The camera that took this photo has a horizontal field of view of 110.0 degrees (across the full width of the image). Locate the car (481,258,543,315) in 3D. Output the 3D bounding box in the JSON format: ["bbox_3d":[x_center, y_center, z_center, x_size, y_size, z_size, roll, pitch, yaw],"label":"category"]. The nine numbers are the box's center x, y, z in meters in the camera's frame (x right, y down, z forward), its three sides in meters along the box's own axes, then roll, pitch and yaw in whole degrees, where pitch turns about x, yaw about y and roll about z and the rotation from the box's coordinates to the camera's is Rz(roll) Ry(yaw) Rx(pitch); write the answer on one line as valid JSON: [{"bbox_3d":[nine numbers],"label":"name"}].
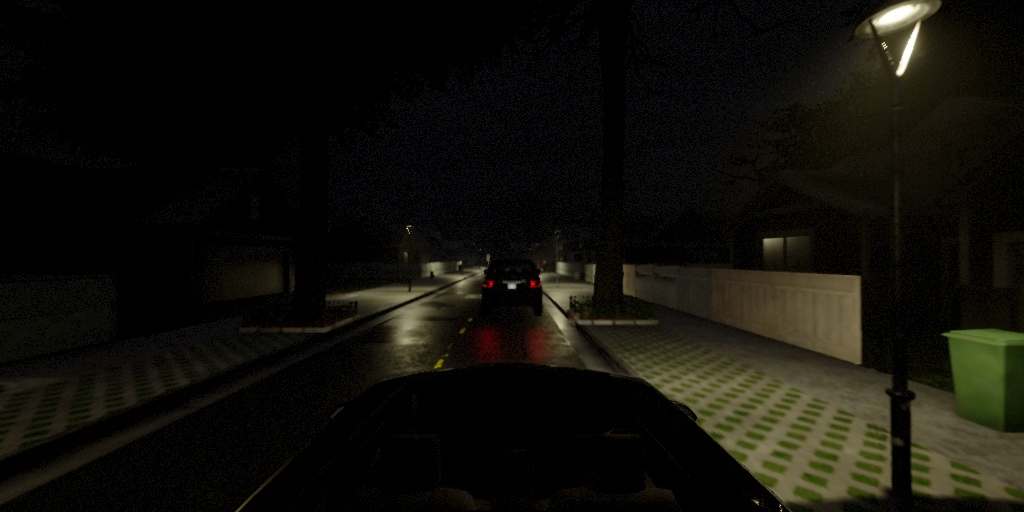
[{"bbox_3d":[0.010,1.100,14.415,2.150,2.045,5.566,0,0,0],"label":"car"}]
